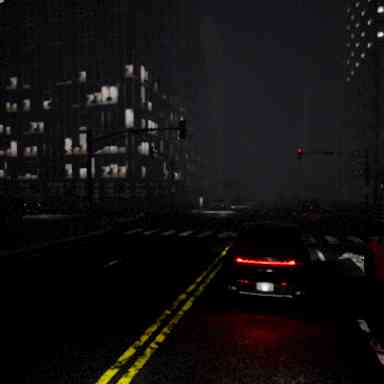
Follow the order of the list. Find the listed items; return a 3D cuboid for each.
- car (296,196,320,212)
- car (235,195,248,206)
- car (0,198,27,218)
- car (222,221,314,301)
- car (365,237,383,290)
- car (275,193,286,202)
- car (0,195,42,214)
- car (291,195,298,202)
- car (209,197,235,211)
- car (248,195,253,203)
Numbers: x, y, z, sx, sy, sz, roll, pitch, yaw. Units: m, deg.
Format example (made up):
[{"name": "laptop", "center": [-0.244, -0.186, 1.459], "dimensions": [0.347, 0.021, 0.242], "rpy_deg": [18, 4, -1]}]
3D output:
[{"name": "car", "center": [13.241, 1.452, 37.367], "dimensions": [2.128, 1.511, 4.902], "rpy_deg": [0, 0, 15]}, {"name": "car", "center": [7.510, 1.469, 54.290], "dimensions": [1.812, 1.442, 4.674], "rpy_deg": [0, 1, 15]}, {"name": "car", "center": [-16.413, 1.427, 27.561], "dimensions": [4.313, 1.339, 1.947], "rpy_deg": [1, 1, 16]}, {"name": "car", "center": [1.977, 1.497, 8.475], "dimensions": [1.837, 1.490, 4.892], "rpy_deg": [0, 0, 15]}, {"name": "car", "center": [4.866, 1.346, 6.325], "dimensions": [2.097, 1.767, 4.553], "rpy_deg": [0, 0, 15]}, {"name": "car", "center": [18.627, 1.128, 70.196], "dimensions": [2.150, 2.045, 5.566], "rpy_deg": [0, 0, 15]}, {"name": "car", "center": [-16.010, 1.166, 30.265], "dimensions": [4.553, 1.767, 2.097], "rpy_deg": [0, 1, 16]}, {"name": "car", "center": [22.299, 1.442, 71.331], "dimensions": [2.033, 1.411, 5.357], "rpy_deg": [0, 0, 15]}, {"name": "car", "center": [3.496, 1.488, 39.938], "dimensions": [1.812, 1.442, 4.674], "rpy_deg": [0, 0, 18]}, {"name": "car", "center": [11.580, 1.441, 69.038], "dimensions": [1.812, 1.442, 4.674], "rpy_deg": [0, 0, 15]}]
